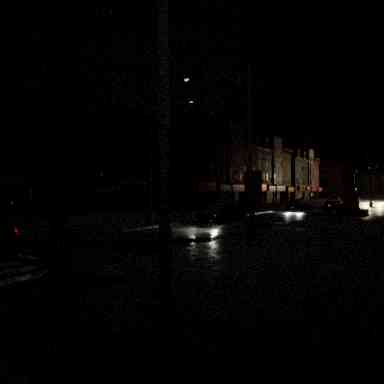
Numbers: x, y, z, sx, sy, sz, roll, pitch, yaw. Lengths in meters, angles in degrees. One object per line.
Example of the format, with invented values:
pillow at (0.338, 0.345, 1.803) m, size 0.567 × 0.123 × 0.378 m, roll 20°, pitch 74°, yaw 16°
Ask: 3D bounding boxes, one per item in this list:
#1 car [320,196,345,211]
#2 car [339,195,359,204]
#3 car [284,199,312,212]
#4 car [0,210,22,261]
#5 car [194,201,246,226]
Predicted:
car at (16.603, 1.470, 38.986) m, size 1.994 × 1.385 × 4.181 m, roll -1°, pitch 0°, yaw 36°
car at (22.358, 1.487, 47.101) m, size 1.895 × 1.301 × 4.718 m, roll -1°, pitch 0°, yaw 36°
car at (11.963, 1.500, 37.444) m, size 1.994 × 1.385 × 4.181 m, roll -1°, pitch 0°, yaw 36°
car at (-7.759, 1.357, 9.960) m, size 2.097 × 1.767 × 4.553 m, roll 0°, pitch 0°, yaw 36°
car at (2.065, 1.447, 23.683) m, size 1.882 × 1.535 × 5.008 m, roll -1°, pitch 0°, yaw 36°
